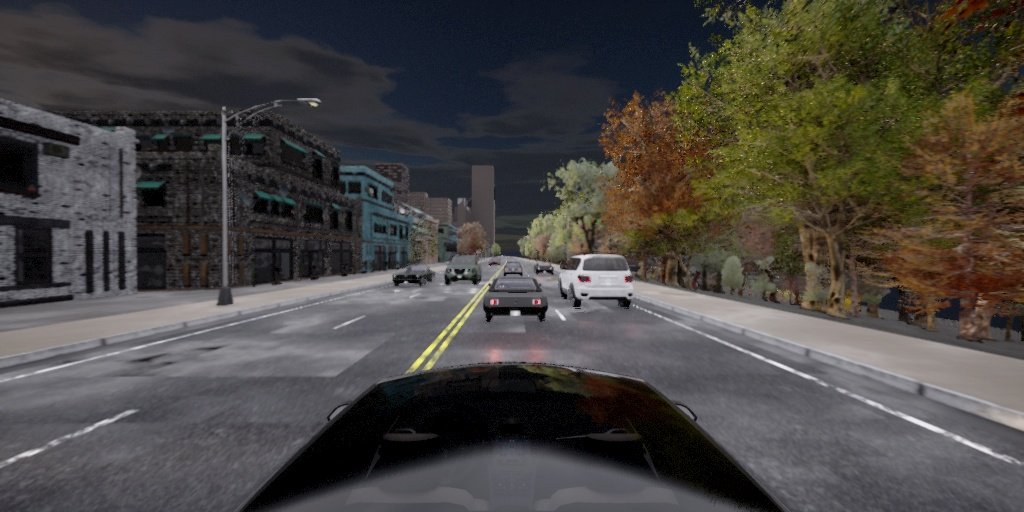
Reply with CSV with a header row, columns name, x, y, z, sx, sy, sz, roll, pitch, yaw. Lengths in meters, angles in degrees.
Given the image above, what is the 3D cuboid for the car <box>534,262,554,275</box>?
name,x,y,z,sx,sy,sz,roll,pitch,yaw
car,3.344,1.312,38.859,1.895,1.301,4.718,0,0,0

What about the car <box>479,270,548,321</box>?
name,x,y,z,sx,sy,sz,roll,pitch,yaw
car,0.101,1.340,12.443,1.895,1.301,4.718,0,0,0

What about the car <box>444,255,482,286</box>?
name,x,y,z,sx,sy,sz,roll,pitch,yaw
car,-3.352,0.945,25.613,2.150,2.045,5.566,0,0,0

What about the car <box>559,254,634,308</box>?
name,x,y,z,sx,sy,sz,roll,pitch,yaw
car,3.349,0.957,15.177,2.150,2.045,5.566,0,0,0

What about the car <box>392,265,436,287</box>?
name,x,y,z,sx,sy,sz,roll,pitch,yaw
car,-6.603,1.327,24.518,1.895,1.301,4.718,0,0,0

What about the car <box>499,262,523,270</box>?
name,x,y,z,sx,sy,sz,roll,pitch,yaw
car,0.096,1.263,34.545,2.033,1.411,5.357,0,0,0
